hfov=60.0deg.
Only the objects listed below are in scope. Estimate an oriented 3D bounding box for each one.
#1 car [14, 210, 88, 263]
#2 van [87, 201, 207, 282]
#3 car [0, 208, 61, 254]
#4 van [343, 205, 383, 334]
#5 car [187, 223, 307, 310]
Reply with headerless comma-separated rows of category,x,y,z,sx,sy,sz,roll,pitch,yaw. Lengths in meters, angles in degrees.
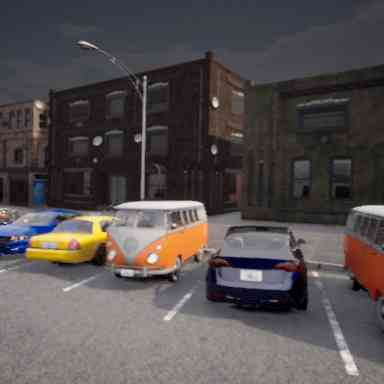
car,-3.251,1.479,11.598,1.946,1.575,5.366,0,-1,15
van,-0.858,1.253,9.567,1.878,1.987,4.442,1,-1,15
car,-5.755,1.478,13.155,2.097,1.535,5.008,1,-1,15
van,4.054,1.256,6.077,1.878,1.987,4.442,1,-1,15
car,1.629,1.512,7.964,2.163,1.488,4.792,0,-1,15
